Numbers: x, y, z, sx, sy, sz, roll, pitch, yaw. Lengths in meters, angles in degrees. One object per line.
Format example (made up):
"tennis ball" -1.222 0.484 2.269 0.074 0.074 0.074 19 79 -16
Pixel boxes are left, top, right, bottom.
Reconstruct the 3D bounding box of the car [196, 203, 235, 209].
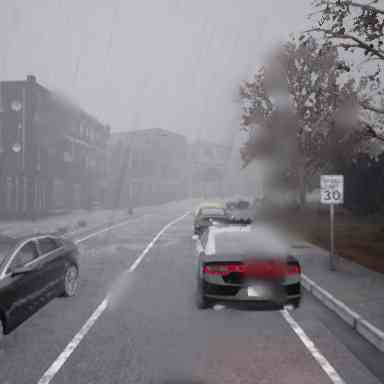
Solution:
"car" 1.040 1.542 17.886 1.837 1.490 4.892 0 0 1

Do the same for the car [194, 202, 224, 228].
"car" 1.258 1.525 23.733 1.882 1.535 5.008 0 0 4

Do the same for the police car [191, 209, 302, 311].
"police car" 1.032 1.442 8.041 1.930 1.638 5.238 0 0 0

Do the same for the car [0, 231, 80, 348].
"car" -3.479 1.504 5.730 2.128 1.511 4.902 0 0 0

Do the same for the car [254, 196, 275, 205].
"car" 12.041 1.390 55.281 1.837 1.490 4.892 -1 0 40

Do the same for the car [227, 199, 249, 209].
"car" 6.391 1.602 46.122 1.895 1.301 4.718 0 0 28
